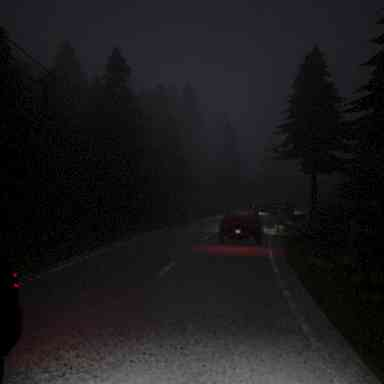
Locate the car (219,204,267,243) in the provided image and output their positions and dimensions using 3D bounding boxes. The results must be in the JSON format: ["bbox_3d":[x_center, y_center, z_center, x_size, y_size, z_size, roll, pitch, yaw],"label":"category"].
[{"bbox_3d":[2.606,1.575,16.810,1.882,1.535,5.008,0,0,14],"label":"car"}]

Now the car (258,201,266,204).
[{"bbox_3d":[9.217,1.855,42.041,1.895,1.301,4.718,0,0,30],"label":"car"}]

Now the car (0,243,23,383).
[{"bbox_3d":[-3.109,1.219,1.593,2.150,2.045,5.566,0,0,2],"label":"car"}]

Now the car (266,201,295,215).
[{"bbox_3d":[9.961,1.718,36.176,2.128,1.511,4.902,0,0,26],"label":"car"}]
